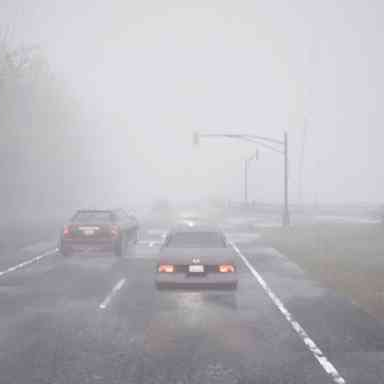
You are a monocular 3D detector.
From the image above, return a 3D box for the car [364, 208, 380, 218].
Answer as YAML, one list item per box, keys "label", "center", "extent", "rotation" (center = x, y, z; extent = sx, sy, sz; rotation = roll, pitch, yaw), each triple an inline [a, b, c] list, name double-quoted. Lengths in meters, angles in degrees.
- label: "car"
  center: [19.479, 1.802, 31.705]
  extent: [5.357, 1.411, 2.033]
  rotation: [1, -1, 0]

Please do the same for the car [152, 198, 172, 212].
- label: "car"
  center: [-3.409, 1.496, 37.753]
  extent: [1.837, 1.490, 4.892]
  rotation: [0, 0, 0]

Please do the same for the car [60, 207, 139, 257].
- label: "car"
  center: [-3.403, 1.350, 13.096]
  extent: [2.097, 1.767, 4.553]
  rotation: [0, 0, 0]

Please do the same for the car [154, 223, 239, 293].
- label: "car"
  center: [0.098, 1.546, 9.004]
  extent: [2.033, 1.411, 5.357]
  rotation: [0, 0, 0]
